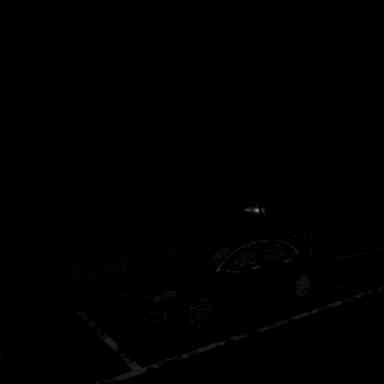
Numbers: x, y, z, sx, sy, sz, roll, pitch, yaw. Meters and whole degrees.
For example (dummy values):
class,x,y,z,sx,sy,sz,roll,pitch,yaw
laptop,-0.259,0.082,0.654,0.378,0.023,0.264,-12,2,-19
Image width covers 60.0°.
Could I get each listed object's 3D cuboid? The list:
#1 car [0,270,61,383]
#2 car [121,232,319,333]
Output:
class,x,y,z,sx,sy,sz,roll,pitch,yaw
car,-3.759,1.554,3.525,4.403,1.369,2.008,0,0,-35
car,0.759,1.541,6.695,4.403,1.369,2.008,0,0,-35
